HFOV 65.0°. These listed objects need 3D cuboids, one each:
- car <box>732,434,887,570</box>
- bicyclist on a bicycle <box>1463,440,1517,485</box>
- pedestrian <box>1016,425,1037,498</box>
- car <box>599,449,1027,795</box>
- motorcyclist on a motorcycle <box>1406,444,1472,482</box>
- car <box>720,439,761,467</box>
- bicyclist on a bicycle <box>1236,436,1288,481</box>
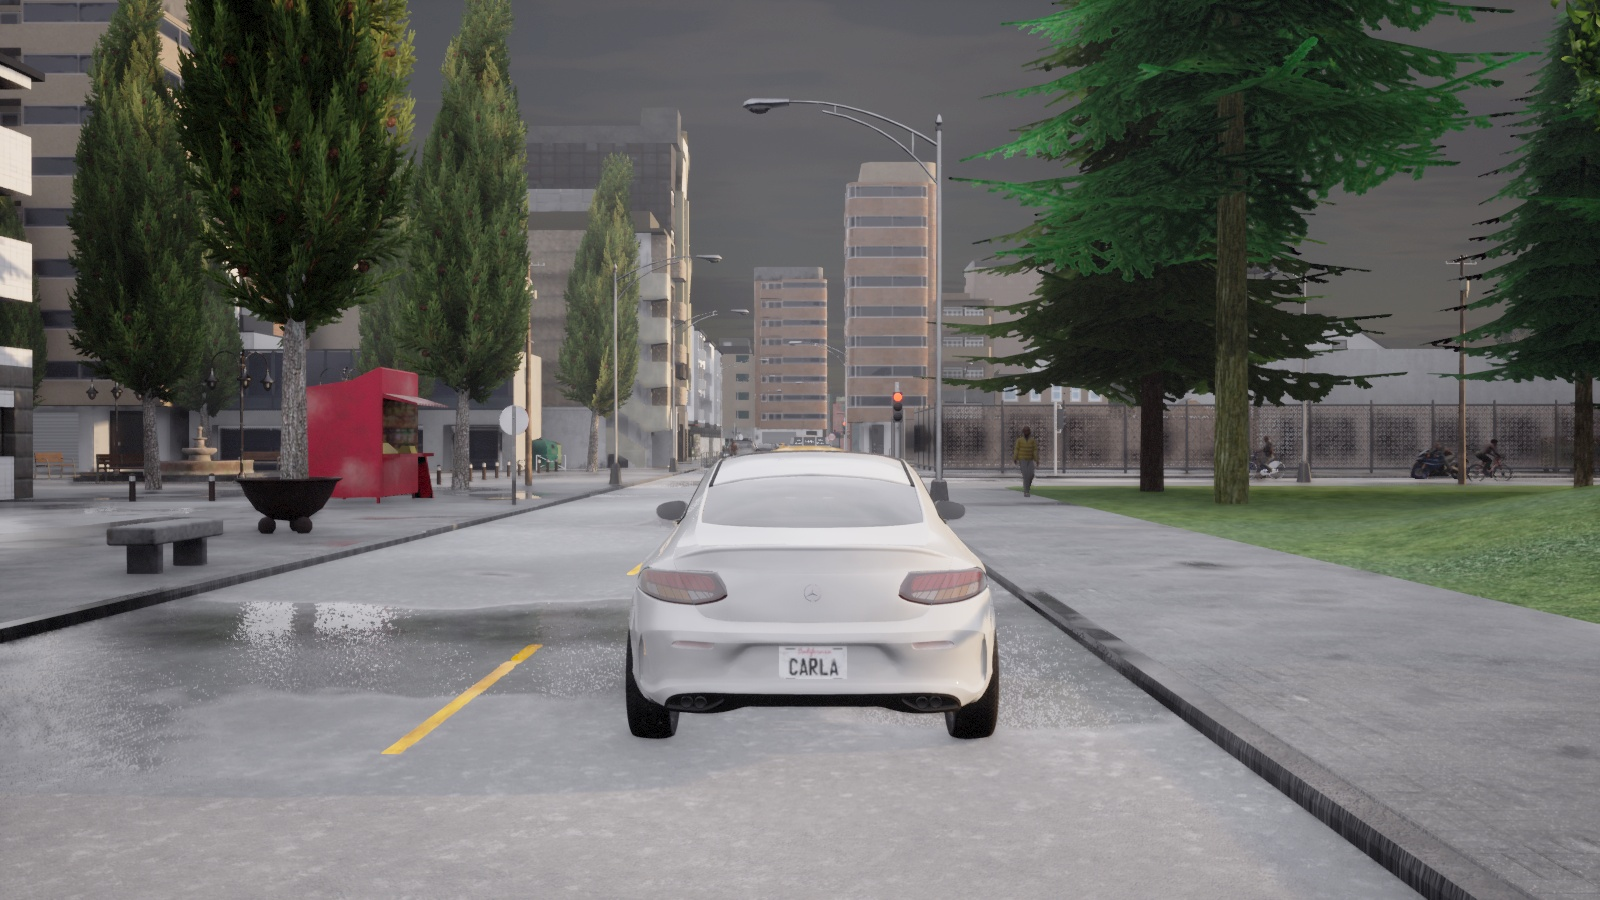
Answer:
[{"bbox_3d":[0.130,0.588,17.254,1.801,1.575,5.366,0,0,0],"label":"car"},{"bbox_3d":[25.550,0.458,46.500,1.656,1.620,0.582,1,0,0],"label":"bicyclist on a bicycle"},{"bbox_3d":[5.740,0.281,31.812,0.370,1.835,0.726,0,0,-3],"label":"pedestrian"},{"bbox_3d":[0.067,0.729,7.659,1.812,1.442,4.674,0,0,0],"label":"car"},{"bbox_3d":[25.667,0.517,50.500,2.191,1.530,0.866,1,0,0],"label":"motorcyclist on a motorcycle"},{"bbox_3d":[-3.567,0.159,75.994,2.242,1.667,4.611,0,0,0],"label":"car"},{"bbox_3d":[18.591,0.347,50.540,1.843,1.776,0.659,0,0,0],"label":"bicyclist on a bicycle"}]
